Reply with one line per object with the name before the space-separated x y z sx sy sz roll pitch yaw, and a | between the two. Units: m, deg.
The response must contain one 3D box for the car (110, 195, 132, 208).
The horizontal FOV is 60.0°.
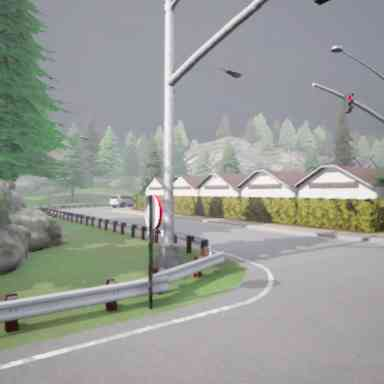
car | -10.698 1.503 53.733 2.150 2.045 5.566 0 0 36
